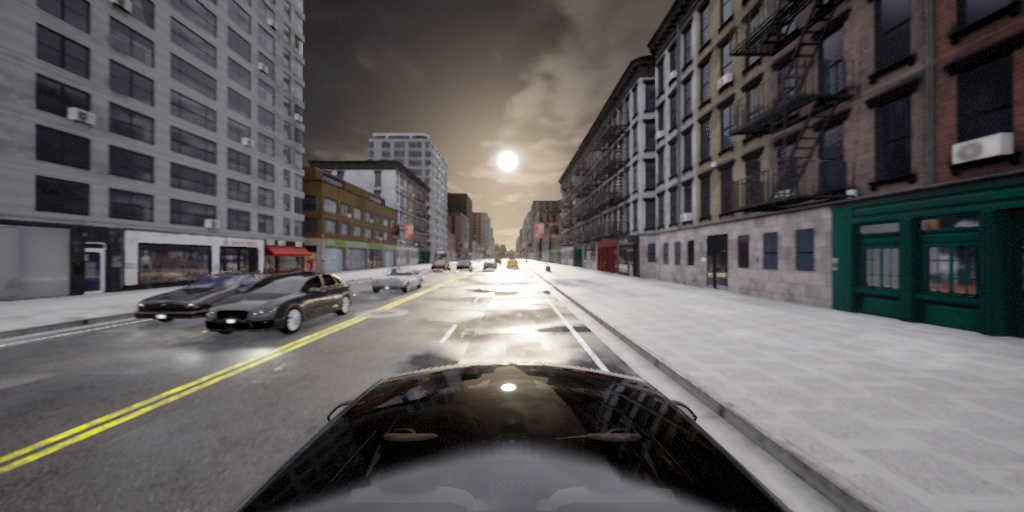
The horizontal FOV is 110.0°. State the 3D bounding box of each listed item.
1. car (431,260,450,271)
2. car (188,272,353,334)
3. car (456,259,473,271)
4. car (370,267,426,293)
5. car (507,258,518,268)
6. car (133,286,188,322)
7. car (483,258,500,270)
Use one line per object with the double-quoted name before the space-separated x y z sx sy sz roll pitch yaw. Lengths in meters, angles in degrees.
"car" -9.832 1.229 49.676 1.882 1.535 5.008 0 0 0
"car" -6.501 1.257 10.713 1.837 1.490 4.892 0 0 0
"car" -6.583 1.254 50.003 1.837 1.490 4.892 0 0 0
"car" -6.504 1.353 20.894 1.895 1.301 4.718 0 0 0
"car" 0.086 1.228 61.270 1.882 1.535 5.008 0 0 0
"car" -9.752 1.300 12.626 2.033 1.411 5.357 0 0 0
"car" -3.161 1.351 53.401 1.895 1.301 4.718 0 0 0
